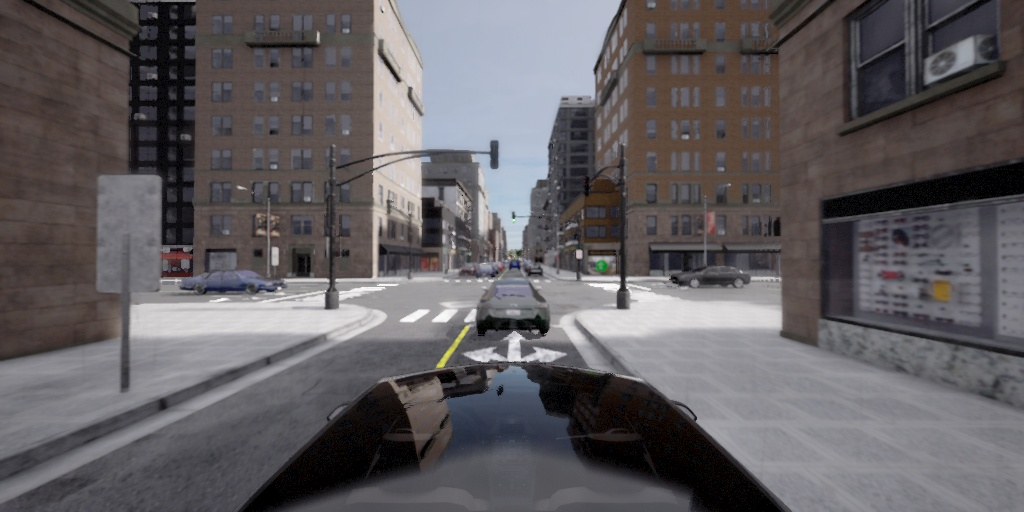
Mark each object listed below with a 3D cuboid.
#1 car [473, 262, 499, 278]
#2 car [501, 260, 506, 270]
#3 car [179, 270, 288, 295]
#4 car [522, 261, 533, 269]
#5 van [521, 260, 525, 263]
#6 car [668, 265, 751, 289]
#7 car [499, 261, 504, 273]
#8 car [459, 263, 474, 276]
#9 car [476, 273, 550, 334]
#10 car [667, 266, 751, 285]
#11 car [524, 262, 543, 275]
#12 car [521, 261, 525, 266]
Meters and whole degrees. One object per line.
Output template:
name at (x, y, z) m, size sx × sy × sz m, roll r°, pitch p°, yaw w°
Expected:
car at (-2.775, 1.635, 39.291) m, size 1.812 × 1.442 × 4.674 m, roll 0°, pitch -1°, yaw 2°
car at (-2.475, 1.792, 58.920) m, size 1.882 × 1.535 × 5.008 m, roll 0°, pitch -1°, yaw 1°
car at (-16.311, 1.520, 21.109) m, size 5.357 × 1.411 × 2.033 m, roll 0°, pitch -1°, yaw 1°
car at (2.915, 1.847, 54.210) m, size 1.802 × 1.307 × 4.207 m, roll 0°, pitch 0°, yaw 1°
van at (3.050, 1.725, 65.229) m, size 1.690 × 1.789 × 3.998 m, roll 0°, pitch 0°, yaw 1°
car at (13.434, 1.398, 24.347) m, size 4.892 × 1.490 × 1.837 m, roll 0°, pitch -1°, yaw 0°
car at (-2.629, 1.757, 48.969) m, size 2.033 × 1.411 × 5.357 m, roll 0°, pitch -1°, yaw 1°
car at (-5.245, 1.590, 43.288) m, size 1.967 × 1.591 × 4.097 m, roll 0°, pitch 0°, yaw 1°
car at (-0.006, 1.392, 10.914) m, size 1.994 × 1.385 × 4.181 m, roll 0°, pitch 0°, yaw -1°
car at (15.024, 1.469, 27.587) m, size 5.357 × 1.411 × 2.033 m, roll 0°, pitch -1°, yaw 0°
car at (2.780, 1.716, 43.189) m, size 1.948 × 1.339 × 4.313 m, roll 0°, pitch 0°, yaw 1°
car at (2.982, 1.890, 59.720) m, size 1.948 × 1.339 × 4.313 m, roll 0°, pitch 0°, yaw 1°
